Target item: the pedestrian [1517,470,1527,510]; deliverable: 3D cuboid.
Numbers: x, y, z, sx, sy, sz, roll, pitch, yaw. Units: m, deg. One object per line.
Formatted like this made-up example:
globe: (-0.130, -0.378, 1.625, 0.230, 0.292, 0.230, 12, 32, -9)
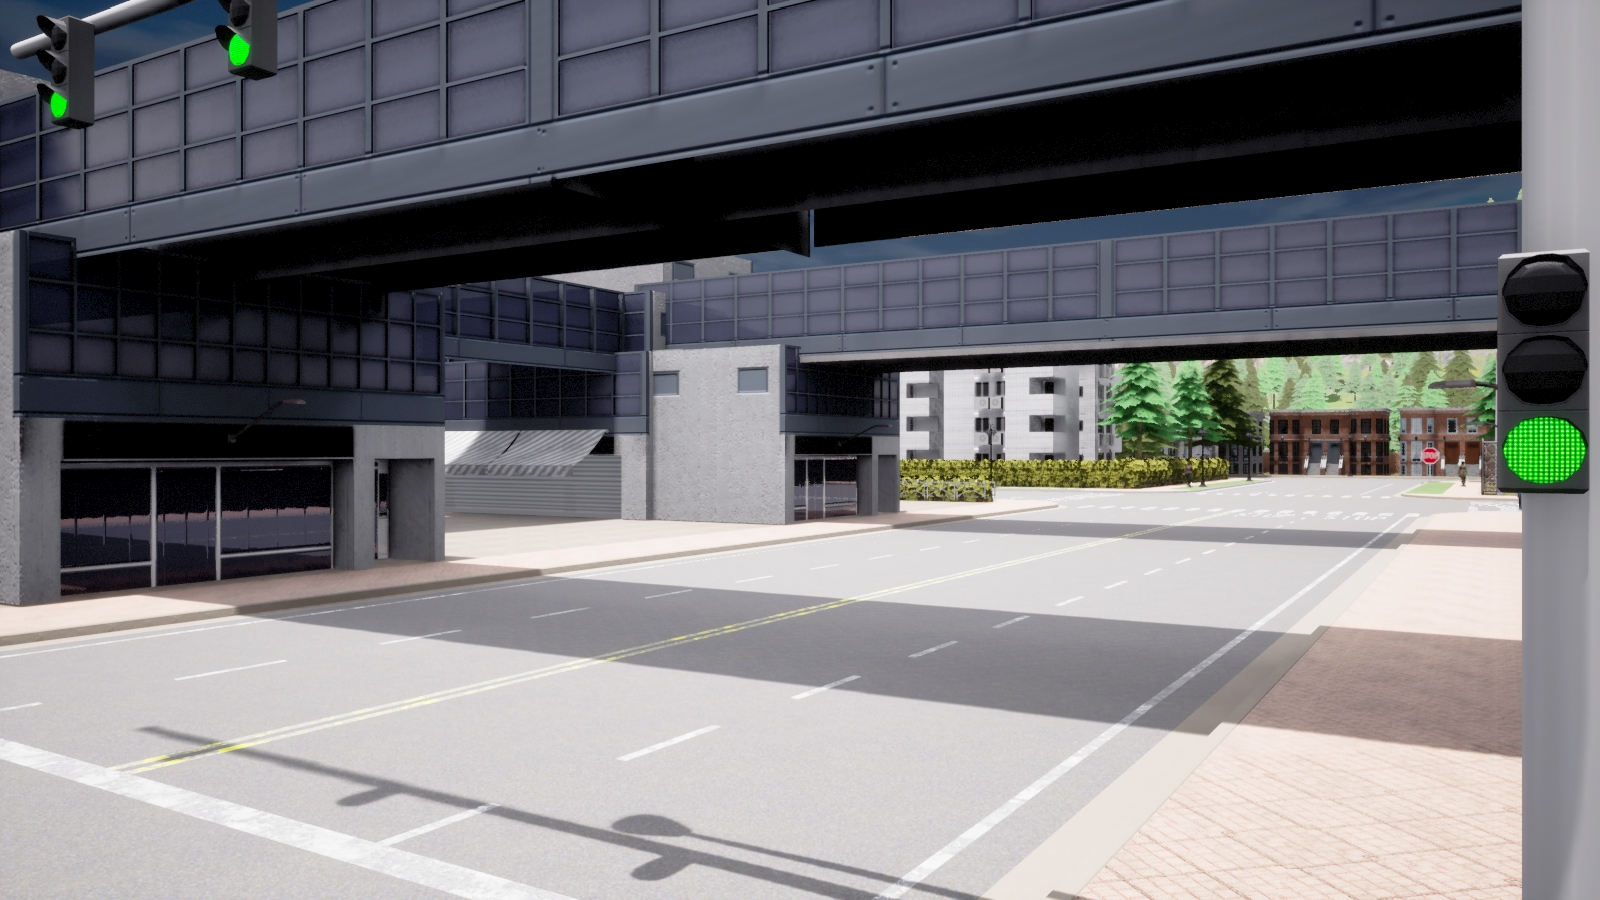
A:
pedestrian: (33.335, 1.849, 52.759, 0.375, 1.860, 0.375, 0, 0, 31)
